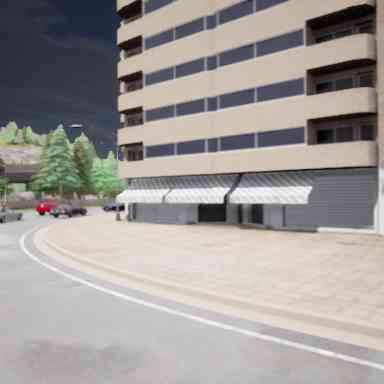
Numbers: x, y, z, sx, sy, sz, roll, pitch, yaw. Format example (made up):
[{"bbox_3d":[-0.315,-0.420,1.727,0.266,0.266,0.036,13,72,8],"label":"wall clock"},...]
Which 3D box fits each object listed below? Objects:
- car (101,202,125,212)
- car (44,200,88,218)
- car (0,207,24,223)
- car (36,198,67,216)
[{"bbox_3d":[-10.068,2.048,45.393,1.895,1.301,4.718,-1,0,27],"label":"car"},{"bbox_3d":[-13.004,1.950,35.320,2.033,1.411,5.357,-1,0,7],"label":"car"},{"bbox_3d":[-16.749,1.998,29.348,1.895,1.301,4.718,-1,0,-3],"label":"car"},{"bbox_3d":[-15.896,1.686,39.320,2.150,2.045,5.566,-1,0,14],"label":"car"}]
